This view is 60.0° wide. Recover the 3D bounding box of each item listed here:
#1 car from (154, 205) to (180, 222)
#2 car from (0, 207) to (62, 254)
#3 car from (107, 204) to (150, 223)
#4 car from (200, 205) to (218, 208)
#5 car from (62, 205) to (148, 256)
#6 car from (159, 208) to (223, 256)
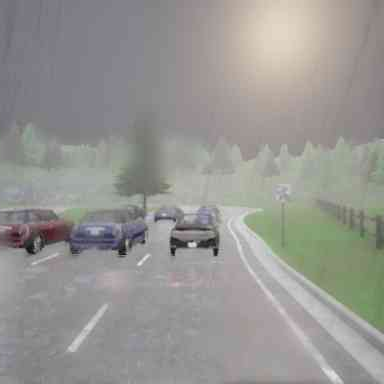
[{"bbox_3d":[-1.951,1.850,29.221,1.994,1.385,4.181,0,-1,9],"label":"car"},{"bbox_3d":[-6.749,1.491,14.312,2.097,1.767,4.553,0,-1,5],"label":"car"},{"bbox_3d":[-5.474,1.836,29.444,2.033,1.411,5.357,0,-1,9],"label":"car"},{"bbox_3d":[1.449,1.825,28.408,2.033,1.411,5.357,0,-1,9],"label":"car"},{"bbox_3d":[-3.265,1.488,13.984,2.097,1.767,4.553,0,-1,5],"label":"car"},{"bbox_3d":[0.238,1.629,13.861,2.128,1.511,4.902,0,0,5],"label":"car"}]
